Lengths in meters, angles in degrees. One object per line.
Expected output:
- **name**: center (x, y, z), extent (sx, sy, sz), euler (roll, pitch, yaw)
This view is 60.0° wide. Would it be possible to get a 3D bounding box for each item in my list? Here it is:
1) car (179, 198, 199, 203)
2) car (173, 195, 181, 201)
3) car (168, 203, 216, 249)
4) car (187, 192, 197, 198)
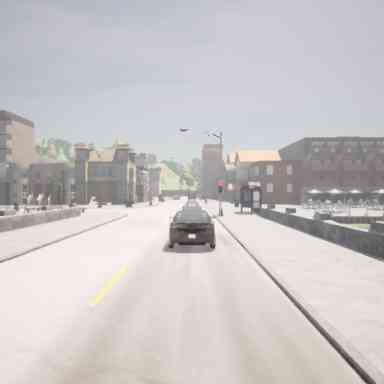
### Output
- **car**: center (0.000, 1.561, 29.650), extent (2.033, 1.411, 5.357), euler (0, 0, 0)
- **car**: center (-4.000, 1.532, 88.815), extent (2.033, 1.411, 5.357), euler (0, 0, 0)
- **car**: center (0.000, 1.483, 14.650), extent (1.882, 1.535, 5.008), euler (0, 0, 0)
- **car**: center (0.000, 1.109, 84.452), extent (2.150, 2.045, 5.566), euler (0, 0, 0)
